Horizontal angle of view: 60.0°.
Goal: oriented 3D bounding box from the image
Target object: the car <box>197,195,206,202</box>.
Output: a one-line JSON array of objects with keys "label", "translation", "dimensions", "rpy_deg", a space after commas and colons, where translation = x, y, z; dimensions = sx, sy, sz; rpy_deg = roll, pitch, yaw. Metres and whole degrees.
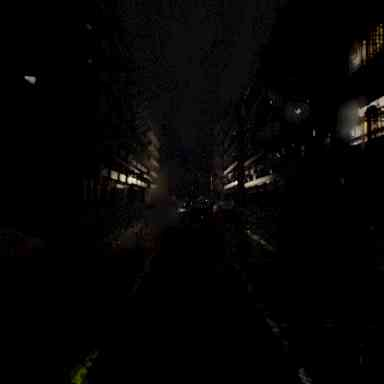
[{"label": "car", "translation": [2.552, 1.841, 91.225], "dimensions": [2.192, 1.841, 5.009], "rpy_deg": [1, 0, 0]}]

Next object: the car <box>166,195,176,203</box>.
[{"label": "car", "translation": [-5.293, 1.798, 85.753], "dimensions": [2.192, 1.841, 5.009], "rpy_deg": [1, 0, 0]}]

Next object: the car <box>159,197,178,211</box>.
[{"label": "car", "translation": [-2.837, 1.767, 43.996], "dimensions": [1.994, 1.385, 4.181], "rpy_deg": [0, 0, 0]}]

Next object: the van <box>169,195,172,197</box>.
[{"label": "van", "translation": [-5.292, 1.662, 63.631], "dimensions": [1.690, 1.788, 3.998], "rpy_deg": [2, 0, 0]}]

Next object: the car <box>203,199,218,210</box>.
[{"label": "car", "translation": [2.583, 1.764, 46.977], "dimensions": [1.887, 1.381, 4.507], "rpy_deg": [1, 0, 0]}]

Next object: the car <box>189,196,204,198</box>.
[{"label": "car", "translation": [0.824, 1.644, 41.719], "dimensions": [1.801, 1.575, 5.366], "rpy_deg": [0, 0, 0]}]

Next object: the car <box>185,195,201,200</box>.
[{"label": "car", "translation": [-0.002, 1.526, 61.275], "dimensions": [2.150, 2.045, 5.566], "rpy_deg": [0, 0, 0]}]

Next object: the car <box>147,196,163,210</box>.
[{"label": "car", "translation": [-5.297, 1.744, 46.870], "dimensions": [1.752, 1.417, 4.829], "rpy_deg": [2, 0, 0]}]

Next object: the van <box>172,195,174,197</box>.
[{"label": "van", "translation": [-5.293, 1.701, 69.163], "dimensions": [1.690, 1.788, 3.998], "rpy_deg": [1, 0, 0]}]

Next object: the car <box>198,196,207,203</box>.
[{"label": "car", "translation": [2.592, 1.881, 80.163], "dimensions": [1.967, 1.590, 4.097], "rpy_deg": [1, 0, 0]}]

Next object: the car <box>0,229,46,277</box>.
[{"label": "car", "translation": [-5.294, 1.555, 8.163], "dimensions": [1.752, 1.417, 4.829], "rpy_deg": [2, 0, 0]}]

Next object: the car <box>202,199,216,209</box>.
[{"label": "car", "translation": [2.582, 1.803, 52.509], "dimensions": [2.008, 1.369, 4.403], "rpy_deg": [1, 0, 0]}]

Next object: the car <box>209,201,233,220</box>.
[{"label": "car", "translation": [2.584, 1.654, 30.557], "dimensions": [1.752, 1.417, 4.829], "rpy_deg": [1, 0, 0]}]

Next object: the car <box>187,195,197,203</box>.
[{"label": "car", "translation": [-0.002, 1.672, 76.220], "dimensions": [2.097, 1.767, 4.553], "rpy_deg": [0, 0, 0]}]

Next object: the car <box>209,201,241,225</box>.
[{"label": "car", "translation": [2.584, 1.646, 24.855], "dimensions": [1.887, 1.381, 4.507], "rpy_deg": [1, 0, 0]}]

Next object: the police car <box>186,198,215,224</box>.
[{"label": "police car", "translation": [0.708, 1.530, 25.630], "dimensions": [1.930, 1.638, 5.238], "rpy_deg": [0, 0, 0]}]
